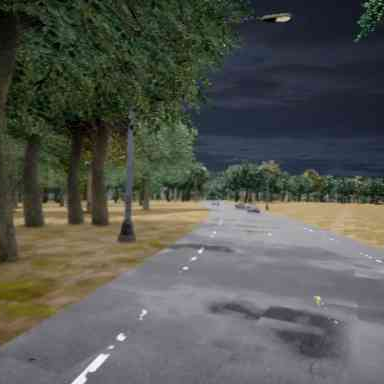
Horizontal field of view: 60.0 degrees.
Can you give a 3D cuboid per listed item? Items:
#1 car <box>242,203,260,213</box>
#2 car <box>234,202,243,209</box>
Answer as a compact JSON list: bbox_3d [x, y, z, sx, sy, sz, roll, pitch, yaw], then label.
[{"bbox_3d":[10.004,2.743,54.999,2.033,1.411,5.357,2,-1,3],"label":"car"},{"bbox_3d":[10.447,3.047,72.821,2.128,1.511,4.902,2,-1,0],"label":"car"}]
